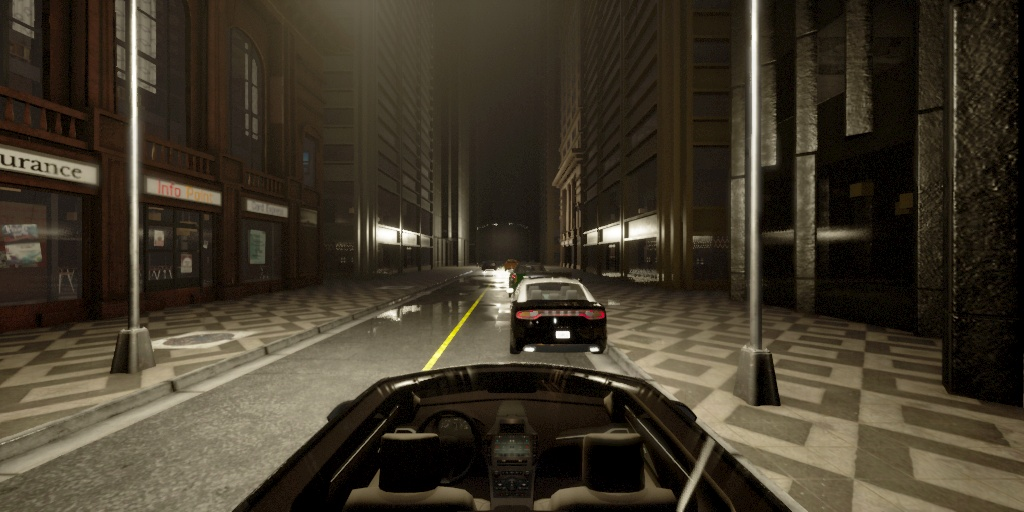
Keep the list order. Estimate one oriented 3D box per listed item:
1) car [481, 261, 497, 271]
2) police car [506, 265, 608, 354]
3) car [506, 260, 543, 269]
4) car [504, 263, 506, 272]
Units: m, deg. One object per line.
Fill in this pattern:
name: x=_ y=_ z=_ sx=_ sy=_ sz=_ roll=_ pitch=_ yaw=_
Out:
car: x=-3.070 y=1.369 z=49.033 sx=1.994 sy=1.385 sz=4.181 roll=0 pitch=0 yaw=0
police car: x=0.890 y=1.178 z=8.882 sx=1.930 sy=1.638 sz=5.238 roll=0 pitch=0 yaw=0
car: x=0.875 y=1.111 z=18.743 sx=2.097 sy=1.767 sz=4.553 roll=0 pitch=0 yaw=0
car: x=-0.027 y=1.281 z=48.210 sx=1.882 sy=1.535 sz=5.008 roll=0 pitch=0 yaw=0
